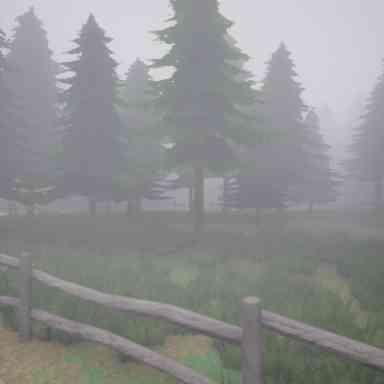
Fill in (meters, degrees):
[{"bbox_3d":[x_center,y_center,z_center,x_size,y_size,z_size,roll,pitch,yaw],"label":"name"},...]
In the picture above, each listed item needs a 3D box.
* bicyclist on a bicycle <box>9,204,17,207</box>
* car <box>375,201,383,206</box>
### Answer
[{"bbox_3d":[-14.504,1.416,26.809,1.656,1.620,0.582,0,0,42],"label":"bicyclist on a bicycle"},{"bbox_3d":[23.195,1.498,37.107,5.008,1.535,1.882,0,0,8],"label":"car"}]
